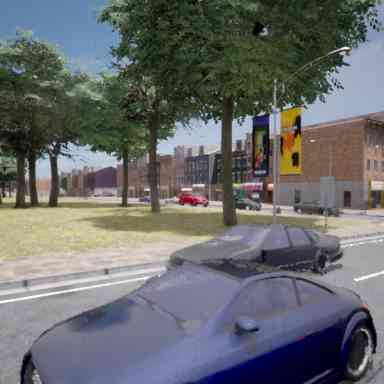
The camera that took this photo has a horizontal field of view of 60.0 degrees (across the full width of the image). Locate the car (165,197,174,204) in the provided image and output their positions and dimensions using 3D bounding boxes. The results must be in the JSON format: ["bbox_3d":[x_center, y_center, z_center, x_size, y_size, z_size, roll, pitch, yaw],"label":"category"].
[{"bbox_3d":[-2.909,1.488,58.441,1.895,1.301,4.718,1,0,-35],"label":"car"}]

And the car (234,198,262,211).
[{"bbox_3d":[6.352,1.496,40.432,1.837,1.490,4.892,1,0,-35],"label":"car"}]

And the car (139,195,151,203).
[{"bbox_3d":[-8.777,1.401,66.595,2.033,1.411,5.357,1,0,-35],"label":"car"}]

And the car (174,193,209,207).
[{"bbox_3d":[0.151,1.135,49.165,2.150,2.045,5.566,1,0,-35],"label":"car"}]

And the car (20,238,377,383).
[{"bbox_3d":[0.315,1.563,3.909,4.181,1.385,1.994,0,0,-35],"label":"car"}]

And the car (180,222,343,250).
[{"bbox_3d":[1.982,1.563,9.087,5.357,1.411,2.033,0,0,-35],"label":"car"}]

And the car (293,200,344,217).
[{"bbox_3d":[12.178,1.588,32.240,1.837,1.490,4.892,1,0,-35],"label":"car"}]
